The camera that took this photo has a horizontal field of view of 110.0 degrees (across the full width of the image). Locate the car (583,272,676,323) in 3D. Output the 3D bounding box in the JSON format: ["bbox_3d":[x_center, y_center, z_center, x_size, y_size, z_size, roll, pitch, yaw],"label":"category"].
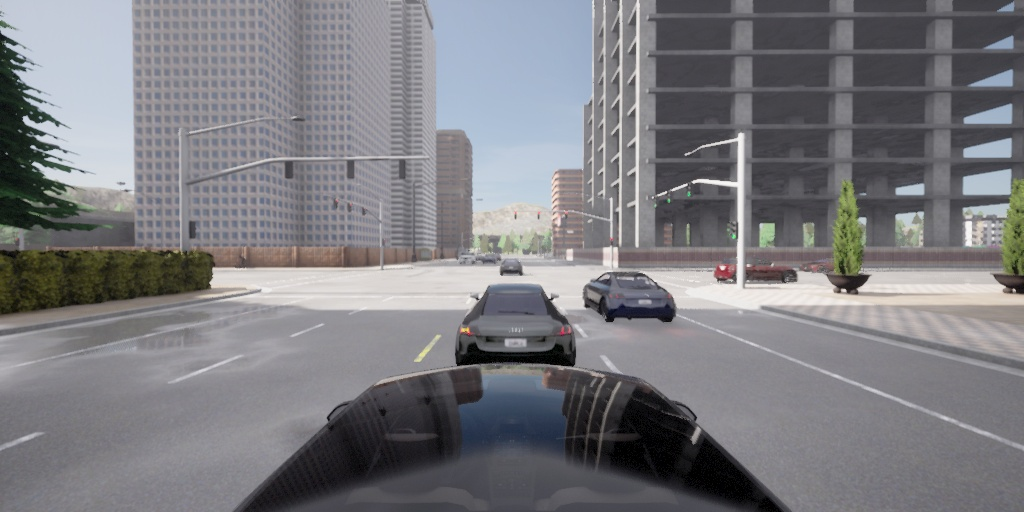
[{"bbox_3d":[3.576,1.192,11.643,1.994,1.385,4.181,0,0,0],"label":"car"}]

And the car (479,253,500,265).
[{"bbox_3d":[-3.591,0.431,57.361,2.097,1.767,4.553,0,1,1],"label":"car"}]

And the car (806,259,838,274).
[{"bbox_3d":[29.611,0.927,33.696,4.181,1.385,1.994,0,1,0],"label":"car"}]

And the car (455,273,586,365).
[{"bbox_3d":[0.058,1.245,7.381,1.994,1.385,4.181,0,1,0],"label":"car"}]

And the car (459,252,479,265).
[{"bbox_3d":[-7.084,0.298,57.661,2.150,2.045,5.566,0,1,1],"label":"car"}]

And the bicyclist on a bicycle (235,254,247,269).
[{"bbox_3d":[-29.393,0.603,38.857,0.582,1.620,1.656,0,1,0],"label":"bicyclist on a bicycle"}]

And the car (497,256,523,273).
[{"bbox_3d":[-0.076,0.942,32.580,1.994,1.385,4.181,0,1,0],"label":"car"}]

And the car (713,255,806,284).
[{"bbox_3d":[15.670,0.843,23.097,4.553,1.767,2.097,0,1,-1],"label":"car"}]
